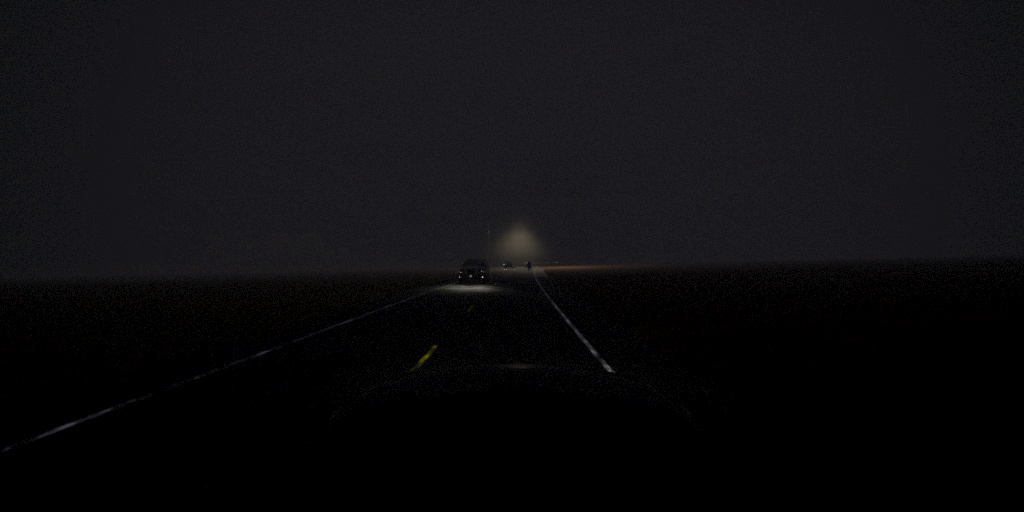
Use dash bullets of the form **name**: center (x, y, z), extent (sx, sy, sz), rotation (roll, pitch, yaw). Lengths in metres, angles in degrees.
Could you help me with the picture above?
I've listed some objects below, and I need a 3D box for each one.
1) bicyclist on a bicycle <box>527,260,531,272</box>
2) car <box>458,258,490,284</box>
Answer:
- **bicyclist on a bicycle**: center (2.429, 1.553, 51.849), extent (0.659, 1.776, 1.843), rotation (0, 0, 3)
- **car**: center (-3.103, 1.217, 30.636), extent (2.150, 2.045, 5.566), rotation (0, 0, 2)
